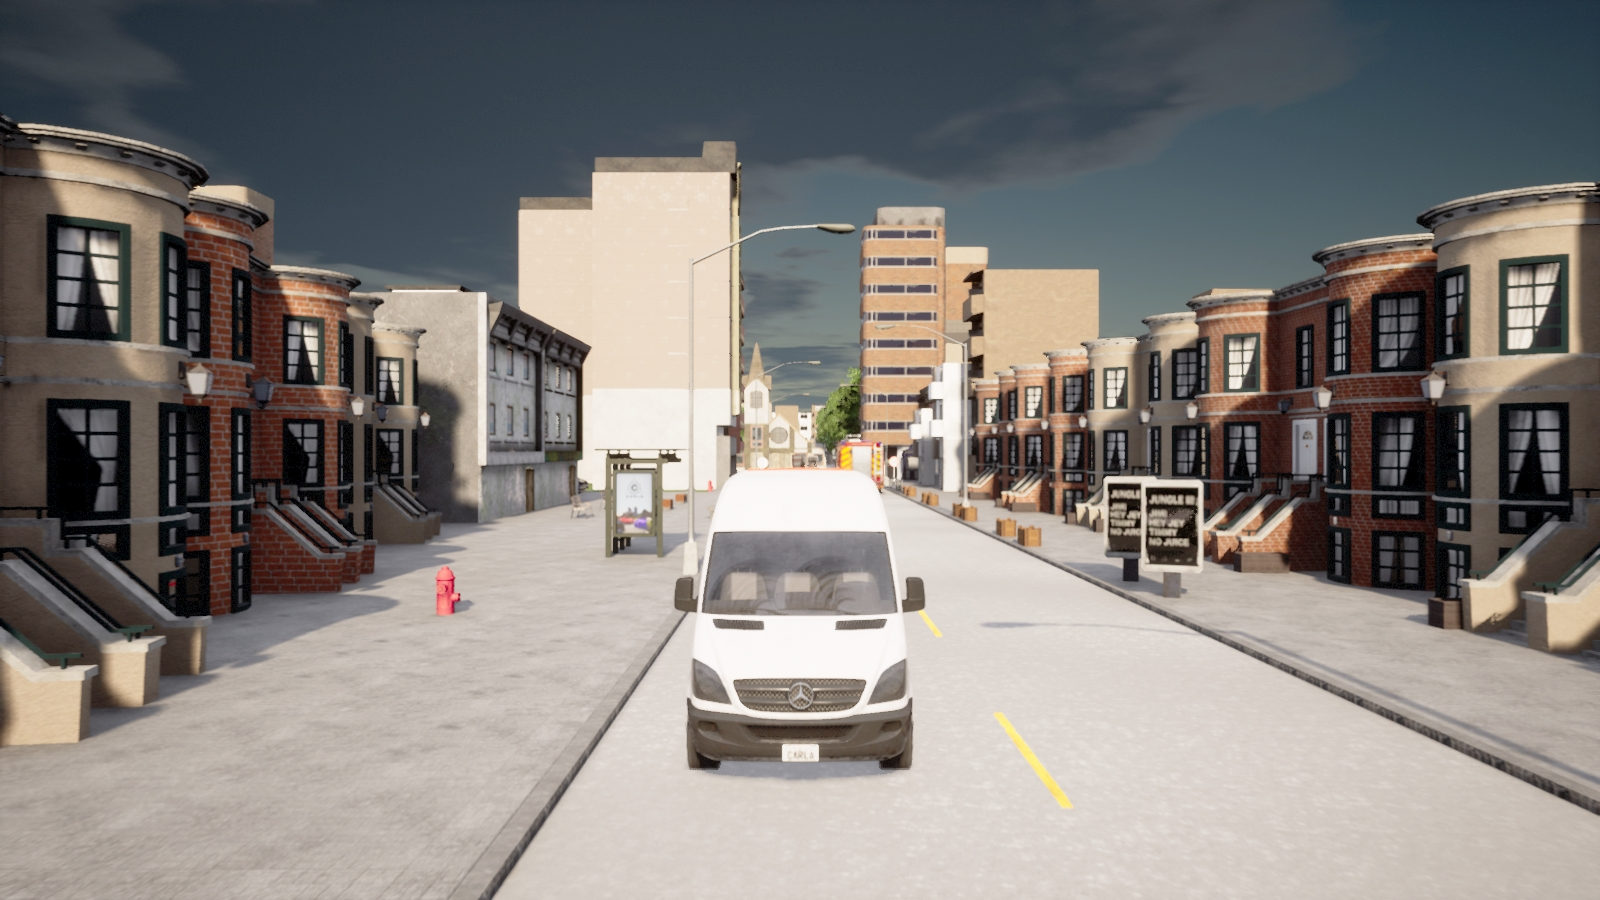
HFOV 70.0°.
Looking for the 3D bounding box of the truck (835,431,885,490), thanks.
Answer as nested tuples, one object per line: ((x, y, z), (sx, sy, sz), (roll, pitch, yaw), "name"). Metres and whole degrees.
((3.970, 0.680, 77.523), (2.891, 3.827, 8.468), (0, 0, 0), "truck")

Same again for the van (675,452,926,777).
((0.005, 1.315, 12.041), (1.988, 2.561, 5.915), (0, 0, 0), "van")
